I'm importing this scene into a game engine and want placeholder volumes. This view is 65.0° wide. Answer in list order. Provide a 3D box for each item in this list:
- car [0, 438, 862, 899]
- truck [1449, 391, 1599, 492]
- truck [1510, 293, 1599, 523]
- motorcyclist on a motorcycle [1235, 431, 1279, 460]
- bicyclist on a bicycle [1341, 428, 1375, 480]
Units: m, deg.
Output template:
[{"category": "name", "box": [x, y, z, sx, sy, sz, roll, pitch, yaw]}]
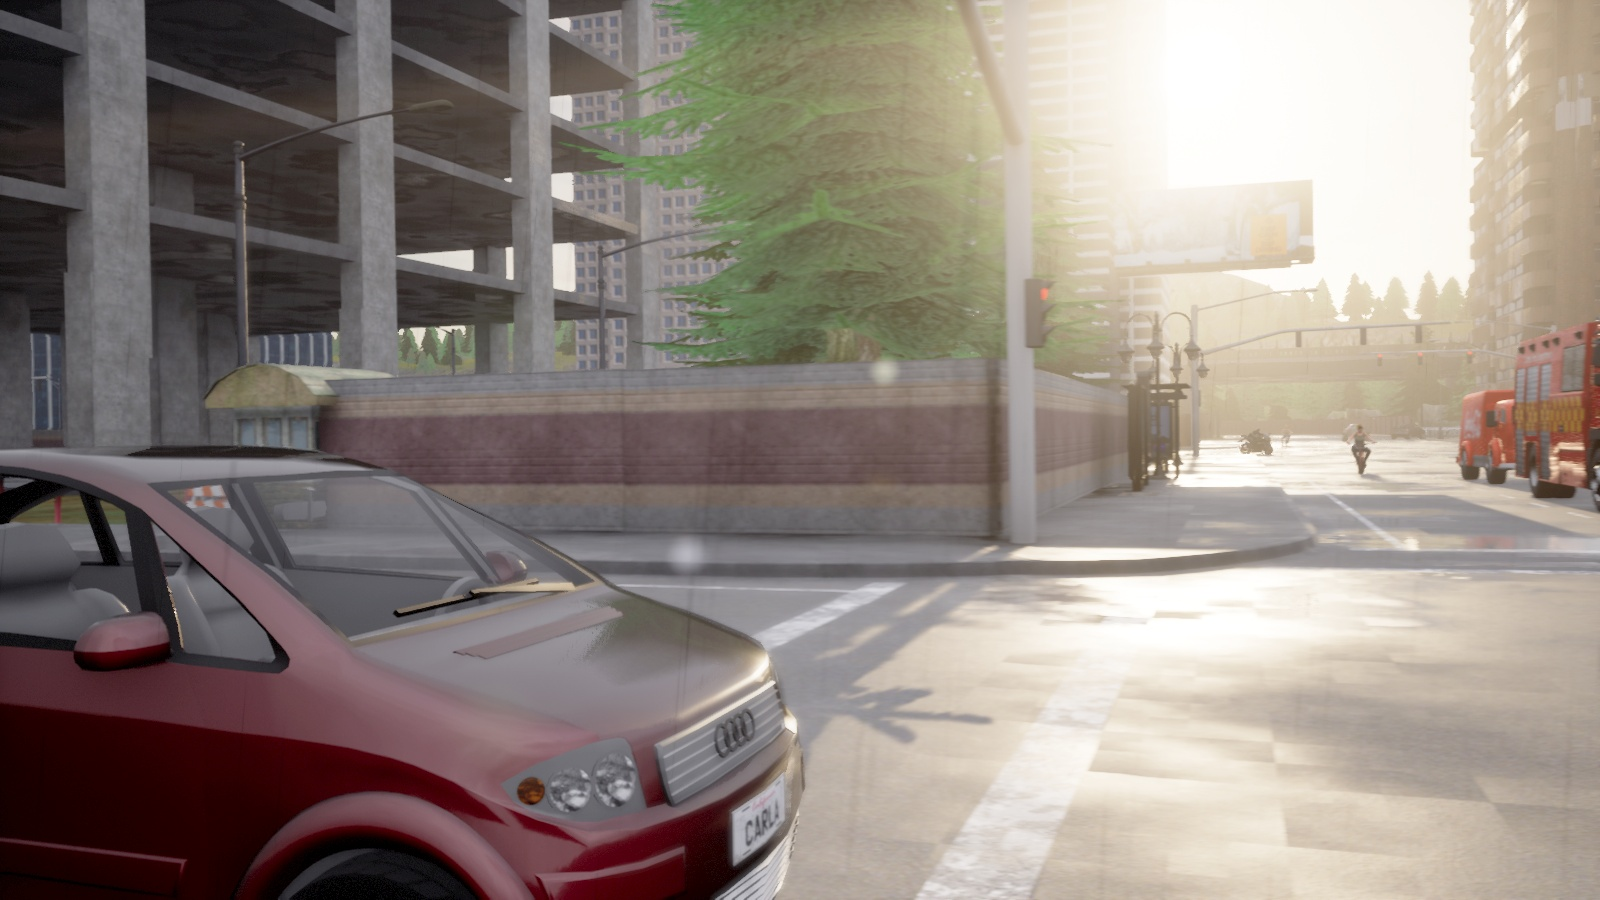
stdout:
[{"category": "car", "box": [-1.844, 0.752, 3.812, 3.705, 1.549, 1.789, 0, 1, 19]}, {"category": "truck", "box": [19.193, -0.230, 33.469, 2.627, 2.467, 5.204, 0, 0, 19]}, {"category": "truck", "box": [15.697, -0.747, 23.331, 2.891, 3.827, 8.468, 0, 1, 19]}, {"category": "motorcyclist on a motorcycle", "box": [25.198, -0.256, 69.321, 0.866, 1.530, 2.191, -3, 2, -30]}, {"category": "bicyclist on a bicycle", "box": [17.689, 0.111, 39.821, 0.866, 1.612, 1.509, 0, 1, 19]}]
